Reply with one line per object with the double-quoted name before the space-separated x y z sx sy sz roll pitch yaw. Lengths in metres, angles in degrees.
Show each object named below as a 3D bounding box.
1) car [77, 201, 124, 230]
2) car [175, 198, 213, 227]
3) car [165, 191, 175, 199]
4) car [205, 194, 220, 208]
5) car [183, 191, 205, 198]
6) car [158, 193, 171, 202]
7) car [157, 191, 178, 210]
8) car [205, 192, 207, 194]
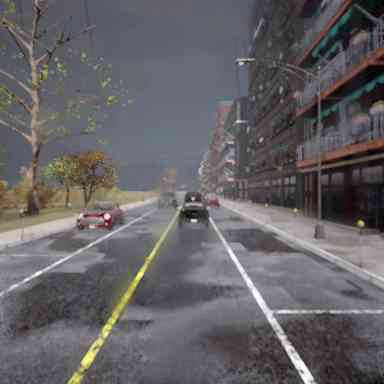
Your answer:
"car" -5.290 1.303 19.614 1.967 1.590 4.097 1 0 0
"car" 0.116 1.357 21.216 1.837 1.490 4.892 0 0 0
"car" -5.243 0.758 80.511 2.192 1.841 5.009 1 0 0
"car" 2.605 1.290 42.060 1.802 1.307 4.206 1 0 0
"car" 0.131 0.944 40.342 2.150 2.045 5.566 0 1 0
"car" -5.257 0.998 63.903 1.967 1.590 4.097 1 0 0
"car" -2.813 0.947 39.435 2.150 2.045 5.566 0 1 0
"car" 2.614 1.183 53.149 2.008 1.369 4.403 1 0 0
